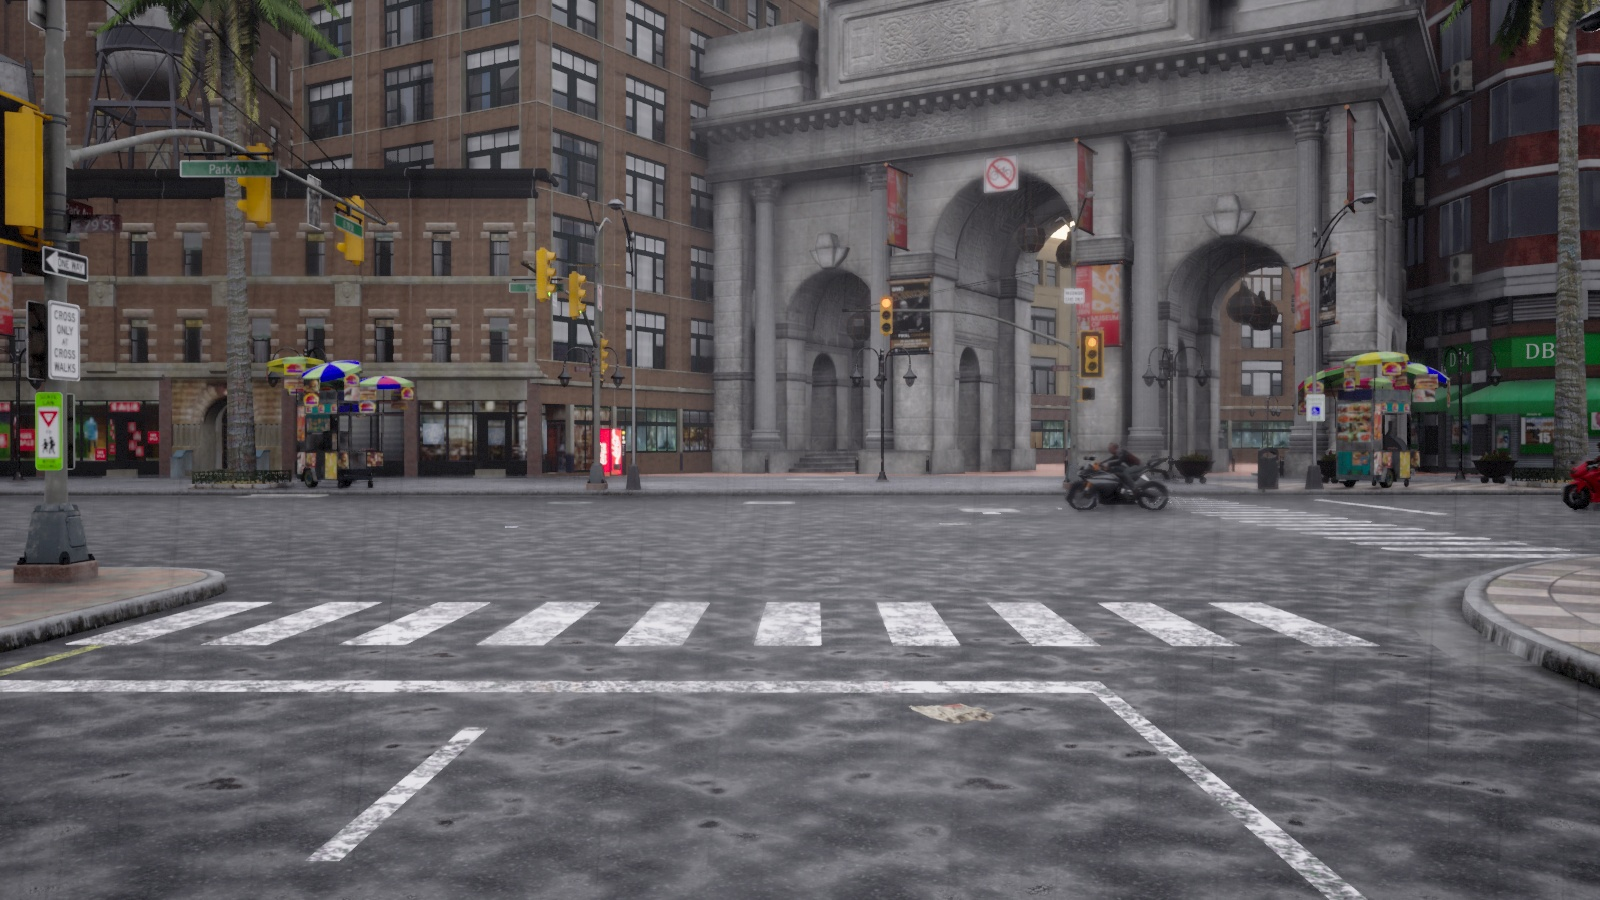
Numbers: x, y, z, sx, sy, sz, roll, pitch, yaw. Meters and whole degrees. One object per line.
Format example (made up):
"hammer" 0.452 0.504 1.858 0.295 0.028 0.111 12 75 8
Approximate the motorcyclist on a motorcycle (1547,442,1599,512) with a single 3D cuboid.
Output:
"motorcyclist on a motorcycle" 17.672 0.587 27.565 2.044 1.523 0.797 0 0 1

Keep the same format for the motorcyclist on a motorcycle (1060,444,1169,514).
"motorcyclist on a motorcycle" 6.932 0.631 27.717 2.191 1.530 0.866 0 0 1
